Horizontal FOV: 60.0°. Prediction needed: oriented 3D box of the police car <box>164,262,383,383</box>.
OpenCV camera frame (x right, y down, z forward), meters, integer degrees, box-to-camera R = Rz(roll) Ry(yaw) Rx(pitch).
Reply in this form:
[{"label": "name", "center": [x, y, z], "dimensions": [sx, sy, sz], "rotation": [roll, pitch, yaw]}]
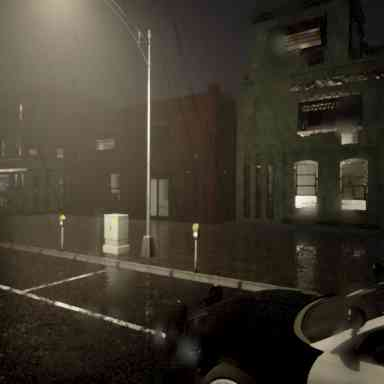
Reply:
[{"label": "police car", "center": [2.093, 1.425, 2.797], "dimensions": [5.238, 1.638, 1.930], "rotation": [0, 0, 34]}]
